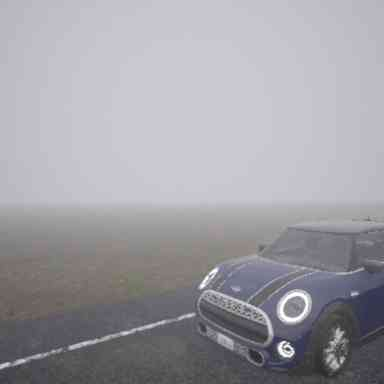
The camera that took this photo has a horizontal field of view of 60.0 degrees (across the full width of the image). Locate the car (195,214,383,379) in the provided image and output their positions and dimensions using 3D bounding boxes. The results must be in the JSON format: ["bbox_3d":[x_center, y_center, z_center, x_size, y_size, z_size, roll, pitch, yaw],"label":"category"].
[{"bbox_3d":[2.257,1.319,5.598,4.553,1.767,2.097,0,0,-35],"label":"car"}]
